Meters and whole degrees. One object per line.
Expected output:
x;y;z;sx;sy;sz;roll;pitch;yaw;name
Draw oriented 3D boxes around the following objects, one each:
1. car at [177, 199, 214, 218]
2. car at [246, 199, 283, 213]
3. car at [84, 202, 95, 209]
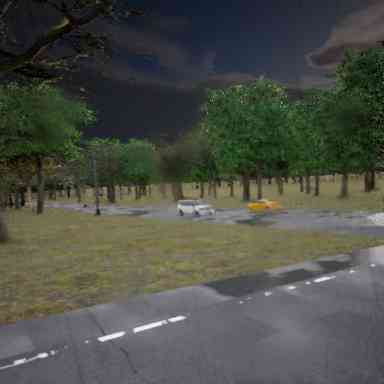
0.292;1.962;40.305;2.150;2.045;5.566;-4;1;-36;car
8.715;1.671;40.593;1.882;1.535;5.008;-4;1;-36;car
-24.426;3.162;78.880;2.128;1.511;4.902;-4;1;-28;car
